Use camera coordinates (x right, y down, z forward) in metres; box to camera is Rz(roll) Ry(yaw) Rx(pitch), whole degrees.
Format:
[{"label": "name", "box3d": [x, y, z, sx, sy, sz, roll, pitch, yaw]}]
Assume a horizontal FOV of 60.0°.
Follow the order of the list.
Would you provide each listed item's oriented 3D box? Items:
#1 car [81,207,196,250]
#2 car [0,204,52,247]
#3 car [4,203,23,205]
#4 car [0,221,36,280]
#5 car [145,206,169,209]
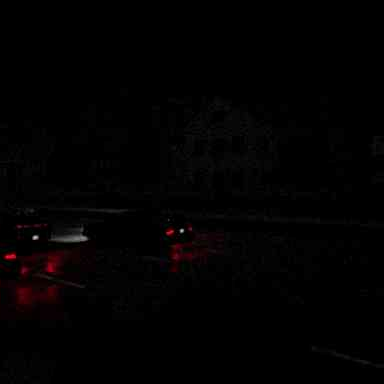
[{"label": "car", "box3d": [-2.425, 1.539, 14.273, 5.357, 1.411, 2.033, 0, 0, 36]}, {"label": "car", "box3d": [-7.817, 1.480, 13.844, 4.902, 1.511, 2.128, 0, 0, 36]}, {"label": "car", "box3d": [-15.226, 1.577, 27.719, 4.718, 1.301, 1.895, 0, 0, 36]}, {"label": "car", "box3d": [-6.495, 1.539, 8.579, 5.357, 1.411, 2.033, 0, 0, 36]}, {"label": "car", "box3d": [-2.373, 1.515, 18.555, 4.674, 1.442, 1.812, 0, 0, 36]}]
